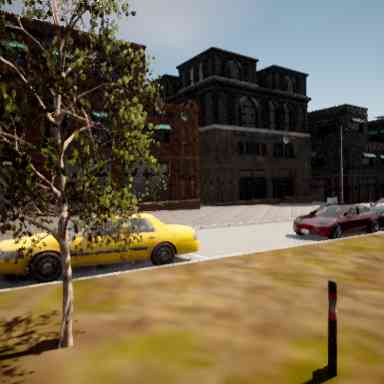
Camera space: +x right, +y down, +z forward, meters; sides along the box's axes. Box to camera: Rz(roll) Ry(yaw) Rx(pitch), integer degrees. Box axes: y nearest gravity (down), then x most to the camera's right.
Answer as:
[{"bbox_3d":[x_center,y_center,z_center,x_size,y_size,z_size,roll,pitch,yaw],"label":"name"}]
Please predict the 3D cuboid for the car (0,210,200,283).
[{"bbox_3d":[-2.326,1.257,8.925,5.366,1.575,1.946,1,0,-33],"label":"car"}]

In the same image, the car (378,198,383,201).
[{"bbox_3d":[11.362,1.101,18.754,4.553,1.767,2.185,0,0,-33],"label":"car"}]

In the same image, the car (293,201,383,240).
[{"bbox_3d":[6.817,1.297,15.476,4.792,1.488,2.163,0,1,-33],"label":"car"}]
